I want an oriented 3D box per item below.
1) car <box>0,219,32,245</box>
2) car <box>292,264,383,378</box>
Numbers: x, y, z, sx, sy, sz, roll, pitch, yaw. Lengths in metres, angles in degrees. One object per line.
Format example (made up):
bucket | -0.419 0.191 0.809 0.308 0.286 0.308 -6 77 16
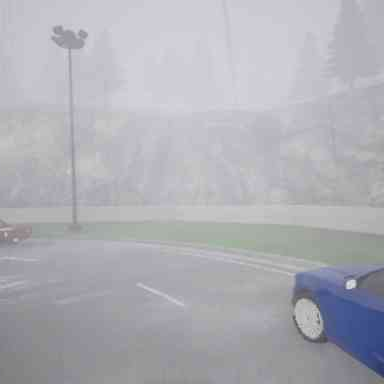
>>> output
car | -9.950 1.900 15.168 4.718 1.301 1.895 -2 0 12
car | 2.933 1.387 3.490 1.882 1.535 5.008 -1 0 -13
